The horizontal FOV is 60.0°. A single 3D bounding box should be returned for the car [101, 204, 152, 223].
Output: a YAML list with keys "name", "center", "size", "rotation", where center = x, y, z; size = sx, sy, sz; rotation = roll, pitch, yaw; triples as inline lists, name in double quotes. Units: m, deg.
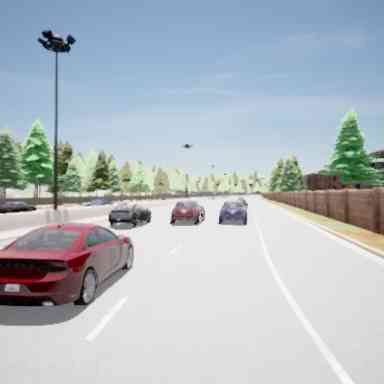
- name: "car"
  center: [-4.186, 1.553, 23.216]
  size: [2.128, 1.511, 4.902]
  rotation: [0, 0, 9]

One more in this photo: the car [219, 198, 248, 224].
- name: "car"
  center: [3.318, 1.474, 26.254]
  size: [2.097, 1.767, 4.553]
  rotation: [0, 0, 10]

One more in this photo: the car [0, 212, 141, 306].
- name: "car"
  center: [-2.848, 1.492, 8.136]
  size: [1.882, 1.535, 5.008]
  rotation: [0, 0, 5]

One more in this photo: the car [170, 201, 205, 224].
- name: "car"
  center: [-0.220, 1.443, 25.746]
  size: [2.097, 1.767, 4.553]
  rotation: [0, 0, 9]

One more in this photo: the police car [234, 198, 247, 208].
- name: "police car"
  center: [8.301, 1.757, 56.131]
  size: [2.038, 1.542, 4.974]
  rotation: [0, 0, 10]

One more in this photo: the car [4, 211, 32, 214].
- name: "car"
  center: [-17.173, 1.625, 31.748]
  size: [1.895, 1.301, 4.718]
  rotation: [0, 0, 10]
